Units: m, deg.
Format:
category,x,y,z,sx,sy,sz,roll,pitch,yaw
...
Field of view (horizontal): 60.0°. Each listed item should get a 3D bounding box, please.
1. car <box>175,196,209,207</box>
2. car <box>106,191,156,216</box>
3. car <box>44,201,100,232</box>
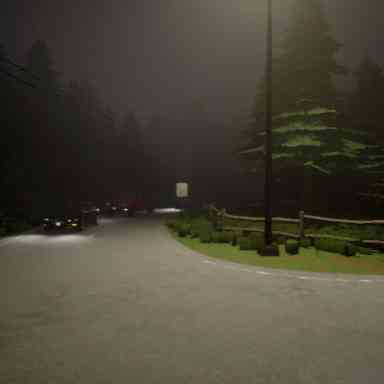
category,x,y,z,sx,sy,sz,roll,pitch,yaw
car,0.034,1.173,37.298,1.994,1.385,4.181,1,1,41
car,-5.076,0.906,28.632,2.150,2.045,5.566,0,1,22
car,-6.563,1.293,18.686,1.837,1.490,4.892,0,1,-1
